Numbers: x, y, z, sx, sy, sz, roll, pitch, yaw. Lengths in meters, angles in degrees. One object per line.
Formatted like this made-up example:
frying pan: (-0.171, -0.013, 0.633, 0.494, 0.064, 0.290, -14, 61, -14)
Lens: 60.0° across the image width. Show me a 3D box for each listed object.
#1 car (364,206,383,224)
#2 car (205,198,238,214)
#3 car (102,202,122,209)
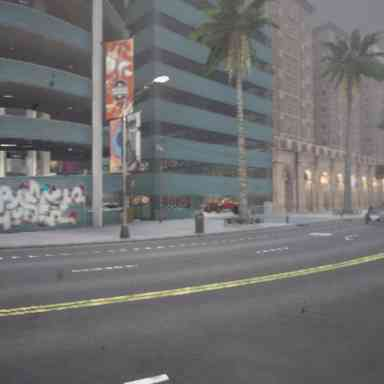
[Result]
car: (16.358, 1.931, 28.374, 4.902, 1.511, 2.128, 1, -2, -43)
car: (4.214, 1.876, 46.212, 5.566, 2.045, 2.435, 1, -1, -43)
car: (-16.645, 2.796, 67.900, 4.786, 1.482, 2.161, 1, -1, -43)
